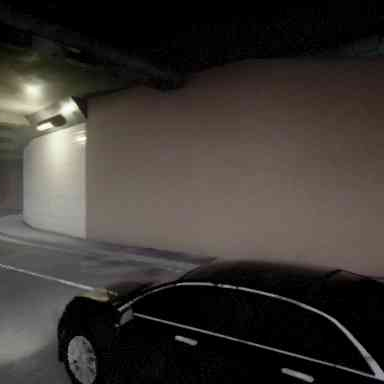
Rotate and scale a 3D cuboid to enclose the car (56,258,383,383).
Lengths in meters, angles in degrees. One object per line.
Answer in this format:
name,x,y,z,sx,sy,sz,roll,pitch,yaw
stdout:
car,0.488,1.506,3.589,4.892,1.490,1.837,0,0,36
